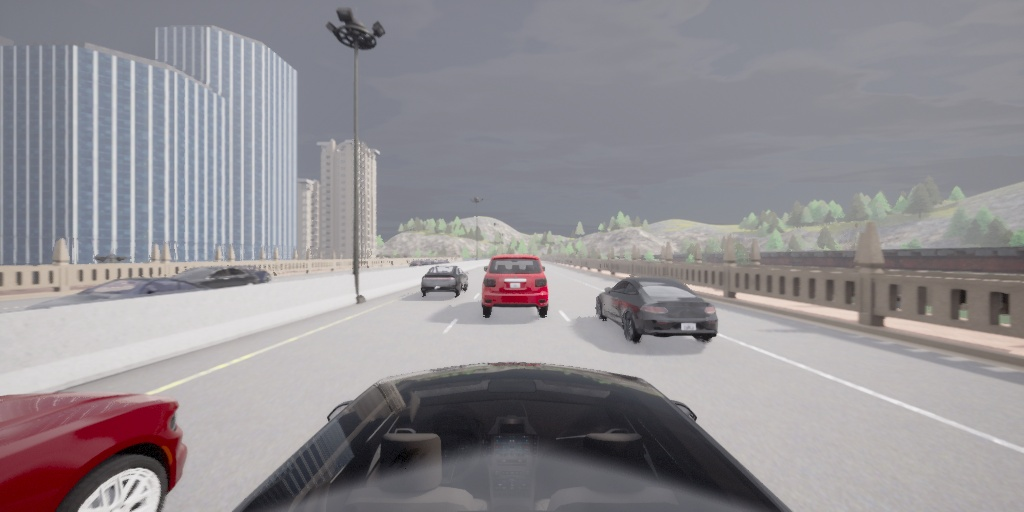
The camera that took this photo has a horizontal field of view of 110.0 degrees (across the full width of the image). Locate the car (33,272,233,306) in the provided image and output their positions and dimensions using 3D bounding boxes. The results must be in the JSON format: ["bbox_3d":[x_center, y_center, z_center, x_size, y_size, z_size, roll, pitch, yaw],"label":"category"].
[{"bbox_3d":[-10.601,1.313,10.126,1.994,1.385,4.181,0,0,0],"label":"car"}]

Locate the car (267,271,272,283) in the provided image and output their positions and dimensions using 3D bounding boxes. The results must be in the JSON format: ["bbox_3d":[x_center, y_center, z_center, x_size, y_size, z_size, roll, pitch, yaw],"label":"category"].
[{"bbox_3d":[-17.600,1.312,23.107,1.994,1.385,4.181,0,0,0],"label":"car"}]

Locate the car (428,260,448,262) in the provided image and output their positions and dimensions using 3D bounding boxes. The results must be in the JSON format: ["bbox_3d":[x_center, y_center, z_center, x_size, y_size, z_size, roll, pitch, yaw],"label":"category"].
[{"bbox_3d":[-10.379,1.295,53.060,2.033,1.411,5.357,0,0,2],"label":"car"}]

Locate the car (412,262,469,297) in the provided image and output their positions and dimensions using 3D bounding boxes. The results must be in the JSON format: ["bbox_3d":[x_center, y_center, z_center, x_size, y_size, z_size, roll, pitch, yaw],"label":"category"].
[{"bbox_3d":[-3.405,1.241,18.768,2.128,1.511,4.902,0,0,0],"label":"car"}]

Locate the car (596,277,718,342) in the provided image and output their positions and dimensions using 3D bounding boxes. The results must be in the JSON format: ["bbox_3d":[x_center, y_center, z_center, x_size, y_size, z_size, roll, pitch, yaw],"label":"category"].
[{"bbox_3d":[3.598,1.276,9.605,1.812,1.442,4.674,0,0,0],"label":"car"}]

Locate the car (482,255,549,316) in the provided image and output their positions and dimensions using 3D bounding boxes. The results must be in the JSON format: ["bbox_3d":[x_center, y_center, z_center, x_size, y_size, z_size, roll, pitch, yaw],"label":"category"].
[{"bbox_3d":[0.097,0.971,13.404,2.150,2.045,5.566,0,0,0],"label":"car"}]

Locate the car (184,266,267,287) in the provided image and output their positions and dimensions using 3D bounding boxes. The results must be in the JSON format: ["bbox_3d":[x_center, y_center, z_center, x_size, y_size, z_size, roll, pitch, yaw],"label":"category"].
[{"bbox_3d":[-14.102,1.254,16.669,1.837,1.490,4.892,0,0,0],"label":"car"}]

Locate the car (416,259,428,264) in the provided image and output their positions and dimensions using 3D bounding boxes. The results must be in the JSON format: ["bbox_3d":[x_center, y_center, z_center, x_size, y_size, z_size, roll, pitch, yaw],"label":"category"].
[{"bbox_3d":[-13.706,1.311,58.911,1.994,1.385,4.181,0,0,2],"label":"car"}]

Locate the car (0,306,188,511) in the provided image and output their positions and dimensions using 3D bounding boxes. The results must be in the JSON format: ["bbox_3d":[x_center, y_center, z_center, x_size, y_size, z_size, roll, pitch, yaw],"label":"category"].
[{"bbox_3d":[-3.400,1.227,0.634,1.882,1.535,5.008,0,0,0],"label":"car"}]
